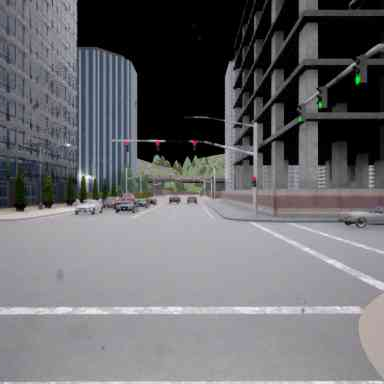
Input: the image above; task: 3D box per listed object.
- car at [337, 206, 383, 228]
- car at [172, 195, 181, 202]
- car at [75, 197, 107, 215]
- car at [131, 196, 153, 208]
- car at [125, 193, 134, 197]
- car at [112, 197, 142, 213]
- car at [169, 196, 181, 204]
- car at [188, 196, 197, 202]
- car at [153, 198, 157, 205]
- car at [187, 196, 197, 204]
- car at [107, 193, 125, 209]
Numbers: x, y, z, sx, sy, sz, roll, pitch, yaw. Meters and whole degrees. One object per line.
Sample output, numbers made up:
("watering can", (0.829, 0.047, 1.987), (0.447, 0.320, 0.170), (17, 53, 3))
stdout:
("car", (11.888, 1.545, 21.239), (4.718, 1.301, 1.895), (0, 0, 0))
("car", (-3.473, 1.508, 73.644), (1.812, 1.442, 4.674), (0, 0, 0))
("car", (-10.586, 1.526, 34.443), (1.812, 1.442, 4.674), (0, 0, 0))
("car", (-7.082, 1.564, 46.669), (1.994, 1.385, 4.181), (0, 0, 0))
("car", (-10.576, 1.221, 53.792), (2.150, 2.045, 5.566), (0, 0, 0))
("car", (-7.086, 1.564, 36.760), (1.994, 1.385, 4.181), (0, 0, 0))
("car", (-3.476, 1.505, 64.570), (1.837, 1.490, 4.892), (0, 0, 0))
("car", (0.027, 1.579, 73.673), (1.895, 1.301, 4.718), (0, 0, 0))
("car", (-7.062, 1.601, 56.709), (1.895, 1.301, 4.718), (0, 0, 0))
("car", (0.024, 1.492, 64.567), (2.128, 1.511, 4.902), (0, 0, 0))
("car", (-10.583, 1.352, 43.376), (2.097, 1.767, 4.553), (0, 0, 0))
